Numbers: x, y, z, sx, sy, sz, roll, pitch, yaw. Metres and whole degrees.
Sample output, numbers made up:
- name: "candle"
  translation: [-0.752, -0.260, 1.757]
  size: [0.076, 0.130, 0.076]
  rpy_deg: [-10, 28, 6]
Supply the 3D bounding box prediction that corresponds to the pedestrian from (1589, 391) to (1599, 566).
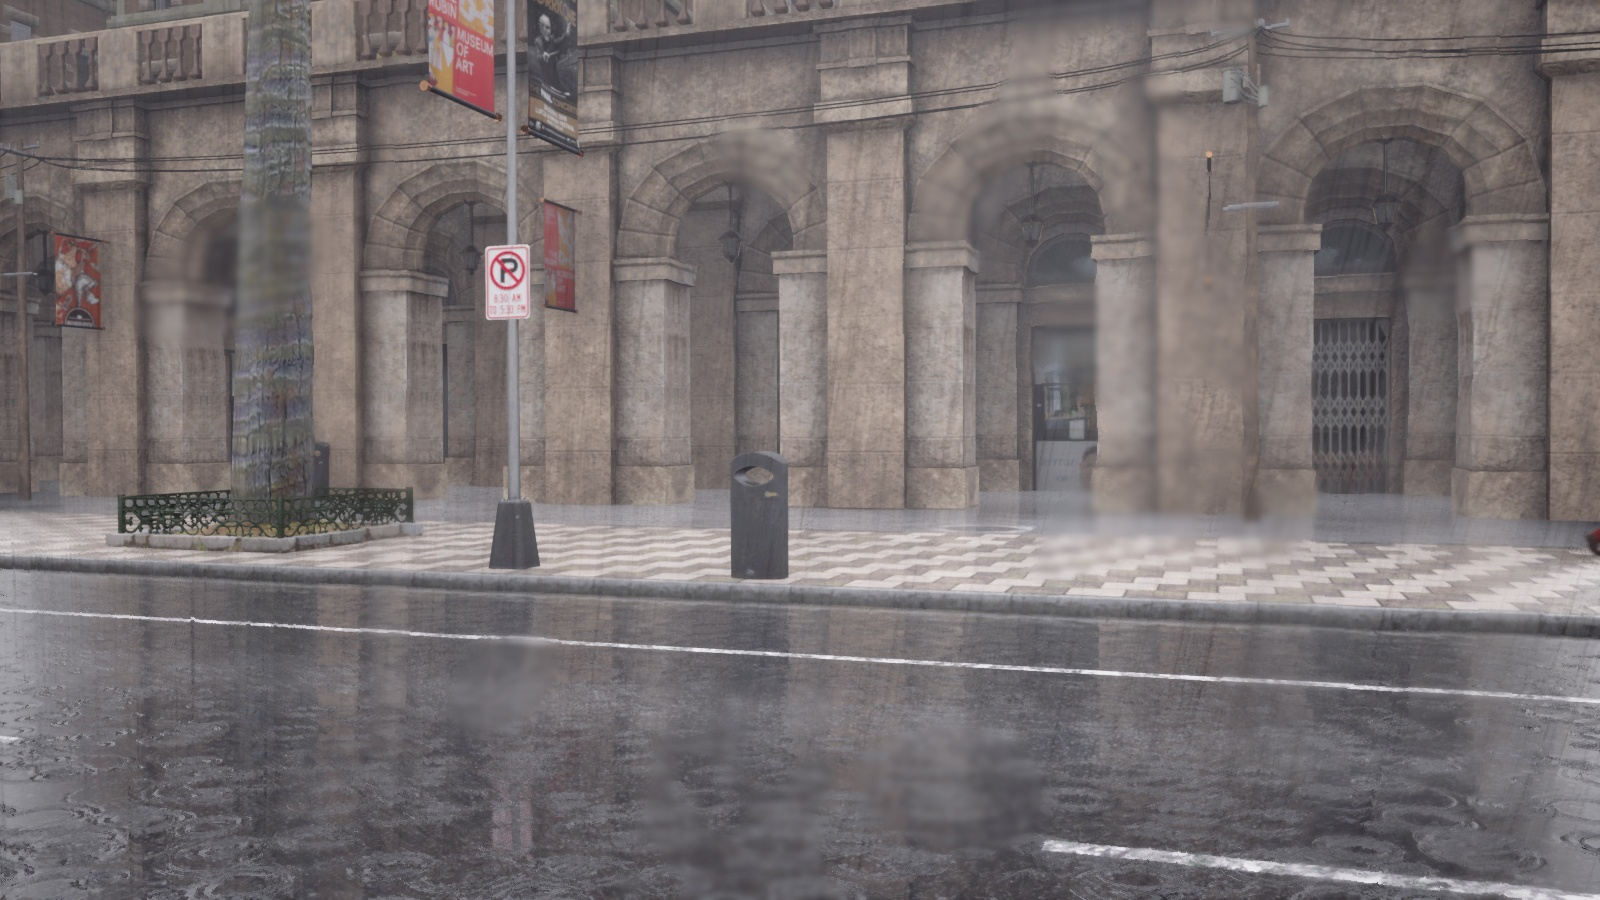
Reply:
- name: "pedestrian"
  translation: [8.783, 0.303, 13.326]
  size: [0.614, 1.847, 0.353]
  rpy_deg: [1, 1, 18]
